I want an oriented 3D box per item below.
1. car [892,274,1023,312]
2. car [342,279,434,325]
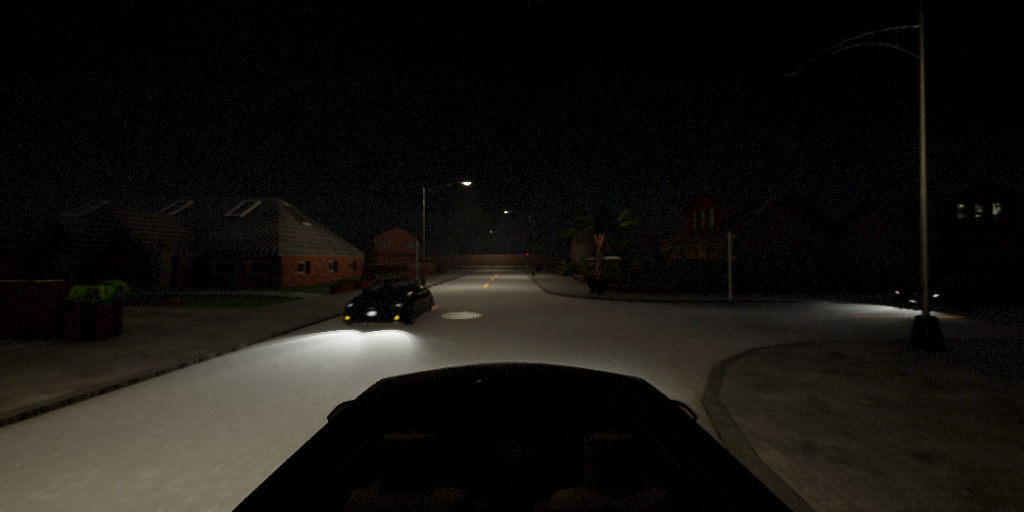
[{"bbox_3d":[19.030,1.449,14.657,5.357,1.411,2.033,0,-1,0],"label":"car"},{"bbox_3d":[-4.003,1.474,12.239,1.994,1.385,4.181,0,-1,0],"label":"car"}]
